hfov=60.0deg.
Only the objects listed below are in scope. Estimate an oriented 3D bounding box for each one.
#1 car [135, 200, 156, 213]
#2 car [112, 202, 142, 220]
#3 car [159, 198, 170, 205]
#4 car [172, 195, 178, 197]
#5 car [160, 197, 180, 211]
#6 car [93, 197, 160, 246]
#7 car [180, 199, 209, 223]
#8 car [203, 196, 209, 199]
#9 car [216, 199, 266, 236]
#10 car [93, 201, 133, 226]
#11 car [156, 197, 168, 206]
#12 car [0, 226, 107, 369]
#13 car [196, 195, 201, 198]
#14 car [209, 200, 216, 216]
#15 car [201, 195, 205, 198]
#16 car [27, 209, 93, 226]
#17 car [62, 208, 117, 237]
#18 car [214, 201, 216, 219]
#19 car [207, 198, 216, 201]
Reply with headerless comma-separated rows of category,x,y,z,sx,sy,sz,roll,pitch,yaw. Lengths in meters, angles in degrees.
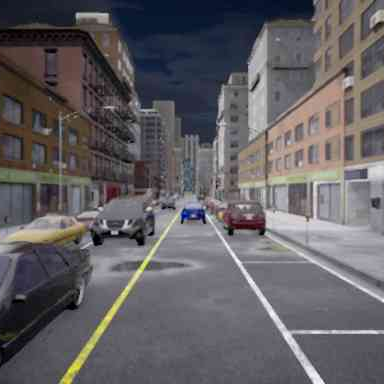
car,-5.683,1.697,40.954,1.887,1.381,4.507,-1,0,0
car,-5.681,1.627,29.790,1.752,1.417,4.829,-1,0,0
car,-5.687,1.865,68.437,1.947,1.339,4.313,-1,0,0
car,-5.692,2.037,95.310,1.947,1.339,4.313,-1,0,0
car,-3.093,1.719,44.861,2.033,1.411,5.357,0,0,0
car,-3.046,1.270,15.953,2.150,2.045,5.566,0,0,0
car,0.093,1.566,26.514,1.882,1.535,5.008,0,0,0
car,2.840,1.620,46.452,1.967,1.590,4.097,-1,0,0
car,2.845,1.375,18.969,2.192,1.841,5.009,-1,0,0
car,-5.681,1.520,24.464,1.967,1.590,4.097,-1,0,0
car,-5.688,1.707,62.941,1.967,1.590,4.097,-1,0,0
car,-3.096,1.562,5.198,2.033,1.411,5.357,0,0,0
car,2.831,1.788,95.312,2.192,1.841,5.009,-1,0,0
car,2.844,1.654,29.961,2.008,1.369,4.403,-1,0,0
car,2.839,1.648,51.949,1.967,1.590,4.097,-1,0,0
car,-5.678,1.564,13.299,1.752,1.417,4.829,0,0,0
car,-5.678,1.640,18.966,1.802,1.307,4.206,0,0,0
car,2.845,1.607,24.635,1.752,1.417,4.829,-1,0,0
car,2.843,1.673,35.458,1.887,1.381,4.507,-1,0,0
